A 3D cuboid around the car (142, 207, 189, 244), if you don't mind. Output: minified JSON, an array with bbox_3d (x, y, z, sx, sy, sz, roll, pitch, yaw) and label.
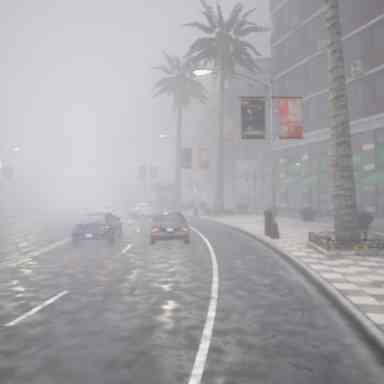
[{"bbox_3d":[-1.134,1.670,16.574,2.033,1.411,5.357,-1,0,-4],"label":"car"}]

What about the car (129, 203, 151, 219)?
[{"bbox_3d":[-4.995,1.819,32.890,1.812,1.442,4.674,-1,0,-20],"label":"car"}]

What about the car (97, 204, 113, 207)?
[{"bbox_3d":[-8.290,1.874,31.711,1.812,1.442,4.674,-1,0,-20],"label":"car"}]

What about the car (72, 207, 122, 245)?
[{"bbox_3d":[-4.674,1.716,16.723,1.812,1.442,4.674,-1,0,-5],"label":"car"}]
